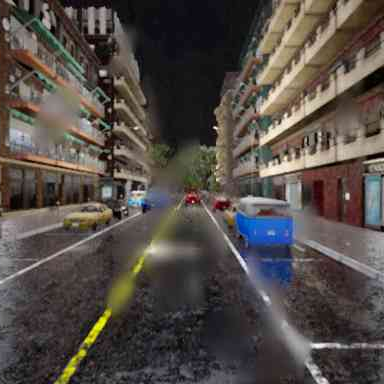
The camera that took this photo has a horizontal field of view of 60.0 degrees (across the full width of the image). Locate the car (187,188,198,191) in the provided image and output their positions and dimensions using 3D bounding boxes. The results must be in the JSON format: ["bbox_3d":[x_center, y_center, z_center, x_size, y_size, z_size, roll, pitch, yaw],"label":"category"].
[{"bbox_3d":[0.103,0.336,58.186,2.150,2.045,5.566,0,1,0],"label":"car"}]

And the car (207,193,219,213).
[{"bbox_3d":[2.680,1.088,29.883,1.887,1.381,4.507,1,1,0],"label":"car"}]

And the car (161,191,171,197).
[{"bbox_3d":[-5.768,0.443,74.890,1.802,1.307,4.206,1,1,0],"label":"car"}]

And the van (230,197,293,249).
[{"bbox_3d":[2.707,1.138,13.168,1.690,1.788,3.998,1,1,0],"label":"van"}]

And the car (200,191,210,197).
[{"bbox_3d":[2.838,0.418,74.447,2.008,1.369,4.403,1,1,0],"label":"car"}]

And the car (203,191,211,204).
[{"bbox_3d":[2.668,0.940,41.024,1.947,1.339,4.313,1,1,0],"label":"car"}]

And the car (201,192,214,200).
[{"bbox_3d":[2.668,0.672,57.735,2.008,1.369,4.403,1,1,0],"label":"car"}]

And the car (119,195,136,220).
[{"bbox_3d":[-5.679,1.193,24.352,1.947,1.339,4.313,1,1,0],"label":"car"}]

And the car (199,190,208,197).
[{"bbox_3d":[2.838,0.334,80.017,2.008,1.369,4.403,1,1,0],"label":"car"}]

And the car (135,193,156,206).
[{"bbox_3d":[-5.679,0.925,41.062,2.008,1.369,4.403,1,1,0],"label":"car"}]

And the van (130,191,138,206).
[{"bbox_3d":[-5.677,0.800,35.490,1.690,1.788,3.998,1,1,0],"label":"van"}]

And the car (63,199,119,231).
[{"bbox_3d":[-5.679,1.240,18.611,1.752,1.417,4.829,1,1,0],"label":"car"}]

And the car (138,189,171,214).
[{"bbox_3d":[-3.026,0.775,29.426,2.150,2.045,5.566,0,0,0],"label":"car"}]

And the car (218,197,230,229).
[{"bbox_3d":[2.709,1.235,18.912,1.752,1.417,4.829,1,1,0],"label":"car"}]

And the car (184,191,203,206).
[{"bbox_3d":[0.101,0.905,40.653,1.812,1.442,4.674,0,1,0],"label":"car"}]

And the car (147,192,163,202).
[{"bbox_3d":[-5.679,0.756,52.205,2.008,1.369,4.403,1,1,0],"label":"car"}]

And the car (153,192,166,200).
[{"bbox_3d":[-5.680,0.702,57.775,1.802,1.307,4.206,1,1,0],"label":"car"}]
